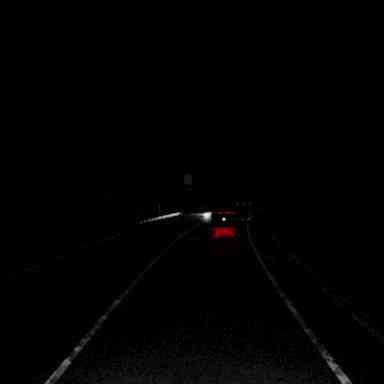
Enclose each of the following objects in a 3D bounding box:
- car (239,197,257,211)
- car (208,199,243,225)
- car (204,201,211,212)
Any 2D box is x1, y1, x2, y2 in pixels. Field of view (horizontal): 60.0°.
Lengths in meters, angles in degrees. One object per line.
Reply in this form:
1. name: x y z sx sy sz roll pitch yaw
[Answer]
1. car: 6.834 1.401 41.714 2.097 1.767 4.553 -2 0 17
2. car: 2.570 1.558 24.729 1.837 1.490 4.892 -1 0 10
3. car: 2.950 1.755 41.860 1.895 1.301 4.718 -2 -1 17
